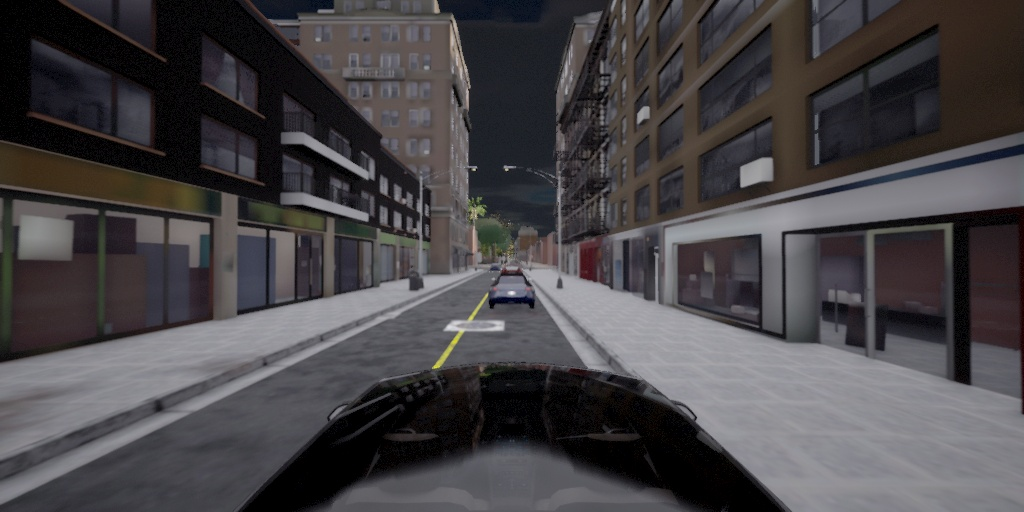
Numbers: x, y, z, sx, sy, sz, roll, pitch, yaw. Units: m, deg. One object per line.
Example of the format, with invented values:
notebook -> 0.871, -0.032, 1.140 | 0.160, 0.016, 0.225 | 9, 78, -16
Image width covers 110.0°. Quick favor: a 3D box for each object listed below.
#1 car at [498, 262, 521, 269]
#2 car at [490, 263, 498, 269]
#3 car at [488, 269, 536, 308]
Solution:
car -> -0.014, 1.519, 31.321 | 1.882, 1.535, 5.008 | 0, 0, 0
car -> -2.790, 1.909, 61.596 | 2.033, 1.411, 5.357 | 0, -1, 0
car -> -0.005, 1.453, 16.142 | 1.994, 1.385, 4.181 | 0, -1, 0
